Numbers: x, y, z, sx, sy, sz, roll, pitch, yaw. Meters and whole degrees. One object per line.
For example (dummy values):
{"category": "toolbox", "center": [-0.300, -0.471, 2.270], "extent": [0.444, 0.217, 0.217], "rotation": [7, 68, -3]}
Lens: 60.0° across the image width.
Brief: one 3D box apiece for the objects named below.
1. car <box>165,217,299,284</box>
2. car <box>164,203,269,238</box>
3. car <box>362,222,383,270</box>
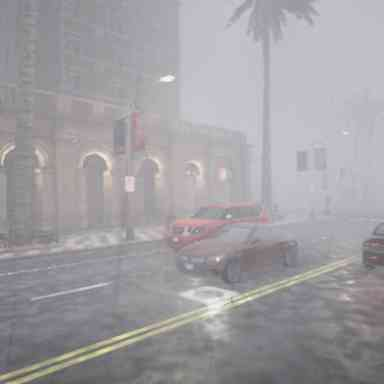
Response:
{"category": "car", "center": [1.626, 1.729, 10.450], "extent": [4.674, 1.442, 1.812], "rotation": [0, -2, -43]}
{"category": "car", "center": [1.370, 1.533, 14.998], "extent": [5.566, 2.045, 2.150], "rotation": [0, -2, -43]}
{"category": "car", "center": [7.046, 1.607, 10.575], "extent": [4.892, 1.490, 1.837], "rotation": [-1, -1, -44]}
